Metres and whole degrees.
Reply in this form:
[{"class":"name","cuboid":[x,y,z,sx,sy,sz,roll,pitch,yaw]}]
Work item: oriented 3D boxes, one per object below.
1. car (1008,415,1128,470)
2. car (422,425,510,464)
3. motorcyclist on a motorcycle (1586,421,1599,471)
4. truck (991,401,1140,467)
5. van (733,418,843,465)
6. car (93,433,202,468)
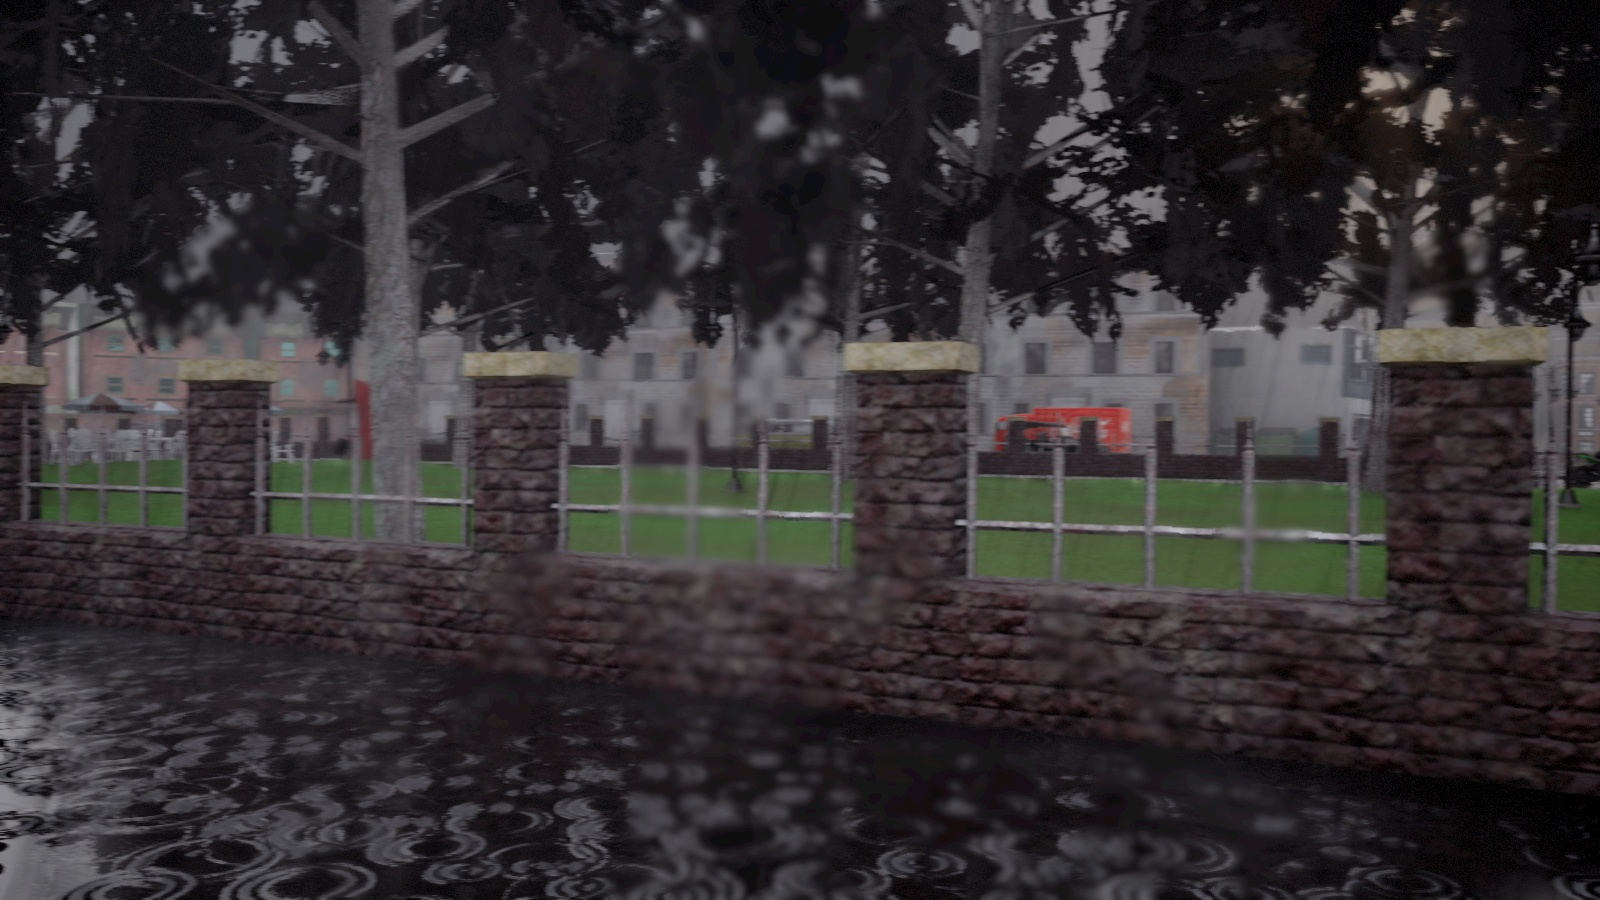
[{"class":"car","cuboid":[9.667,-0.274,45.226,3.866,1.878,1.905,0,1,26]},{"class":"car","cuboid":[-16.627,-0.274,62.506,3.866,1.878,1.905,0,1,26]},{"class":"motorcyclist on a motorcycle","cuboid":[24.895,-0.127,37.784,2.044,1.523,0.797,0,1,26]},{"class":"truck","cuboid":[10.427,-0.627,49.299,5.204,2.467,2.627,0,1,26]},{"class":"van","cuboid":[-0.510,-0.359,54.641,4.442,1.987,1.775,0,1,26]},{"class":"car","cuboid":[-33.598,-0.003,64.704,4.856,1.649,2.033,-2,2,-29]}]
